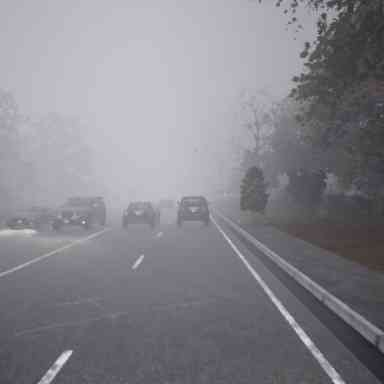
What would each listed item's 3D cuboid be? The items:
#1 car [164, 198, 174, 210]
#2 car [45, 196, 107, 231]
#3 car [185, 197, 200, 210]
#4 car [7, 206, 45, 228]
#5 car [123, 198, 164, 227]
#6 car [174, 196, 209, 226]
[{"bbox_3d":[-3.406,1.582,44.769,1.837,1.490,4.892,0,1,0],"label":"car"},{"bbox_3d":[-7.104,1.291,21.555,2.150,2.045,5.566,0,0,0],"label":"car"},{"bbox_3d":[0.093,1.553,44.955,1.882,1.535,5.008,0,0,0],"label":"car"},{"bbox_3d":[-10.601,1.639,22.449,1.994,1.385,4.181,0,0,0],"label":"car"},{"bbox_3d":[-3.403,1.429,23.255,2.097,1.767,4.553,0,0,0],"label":"car"},{"bbox_3d":[0.094,1.301,24.230,2.150,2.045,5.566,0,0,0],"label":"car"}]
